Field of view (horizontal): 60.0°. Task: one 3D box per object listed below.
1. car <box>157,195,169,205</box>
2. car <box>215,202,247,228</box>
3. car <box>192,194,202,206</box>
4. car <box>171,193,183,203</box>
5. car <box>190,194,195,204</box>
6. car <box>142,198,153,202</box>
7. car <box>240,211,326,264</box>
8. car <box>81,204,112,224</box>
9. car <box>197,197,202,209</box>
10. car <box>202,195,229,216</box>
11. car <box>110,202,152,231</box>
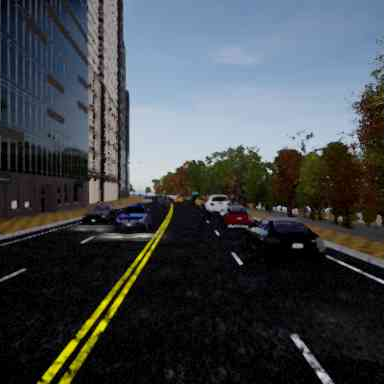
[{"bbox_3d":[-5.454,1.530,63.205,2.097,1.767,4.553,0,0,-3],"label":"car"},{"bbox_3d":[2.947,1.634,23.094,1.994,1.385,4.181,0,0,-1],"label":"car"},{"bbox_3d":[1.517,1.611,56.422,1.801,1.575,5.366,0,0,-3],"label":"car"},{"bbox_3d":[-3.112,1.664,75.800,1.882,1.535,5.008,0,0,-5],"label":"car"},{"bbox_3d":[0.796,1.400,67.295,2.150,2.045,5.566,0,0,-4],"label":"car"},{"bbox_3d":[-8.930,1.774,66.508,1.895,1.301,4.718,0,0,-4],"label":"car"},{"bbox_3d":[3.164,1.601,12.039,1.994,1.385,4.181,0,0,-1],"label":"car"},{"bbox_3d":[-6.993,1.632,25.987,2.033,1.411,5.357,0,0,-2],"label":"car"},{"bbox_3d":[2.129,1.729,45.221,1.895,1.301,4.718,0,0,-3],"label":"car"},{"bbox_3d":[2.602,1.322,34.176,2.150,2.045,5.566,0,0,-2],"label":"car"},{"bbox_3d":[-3.623,1.594,21.157,1.812,1.442,4.674,0,0,-1],"label":"car"}]
